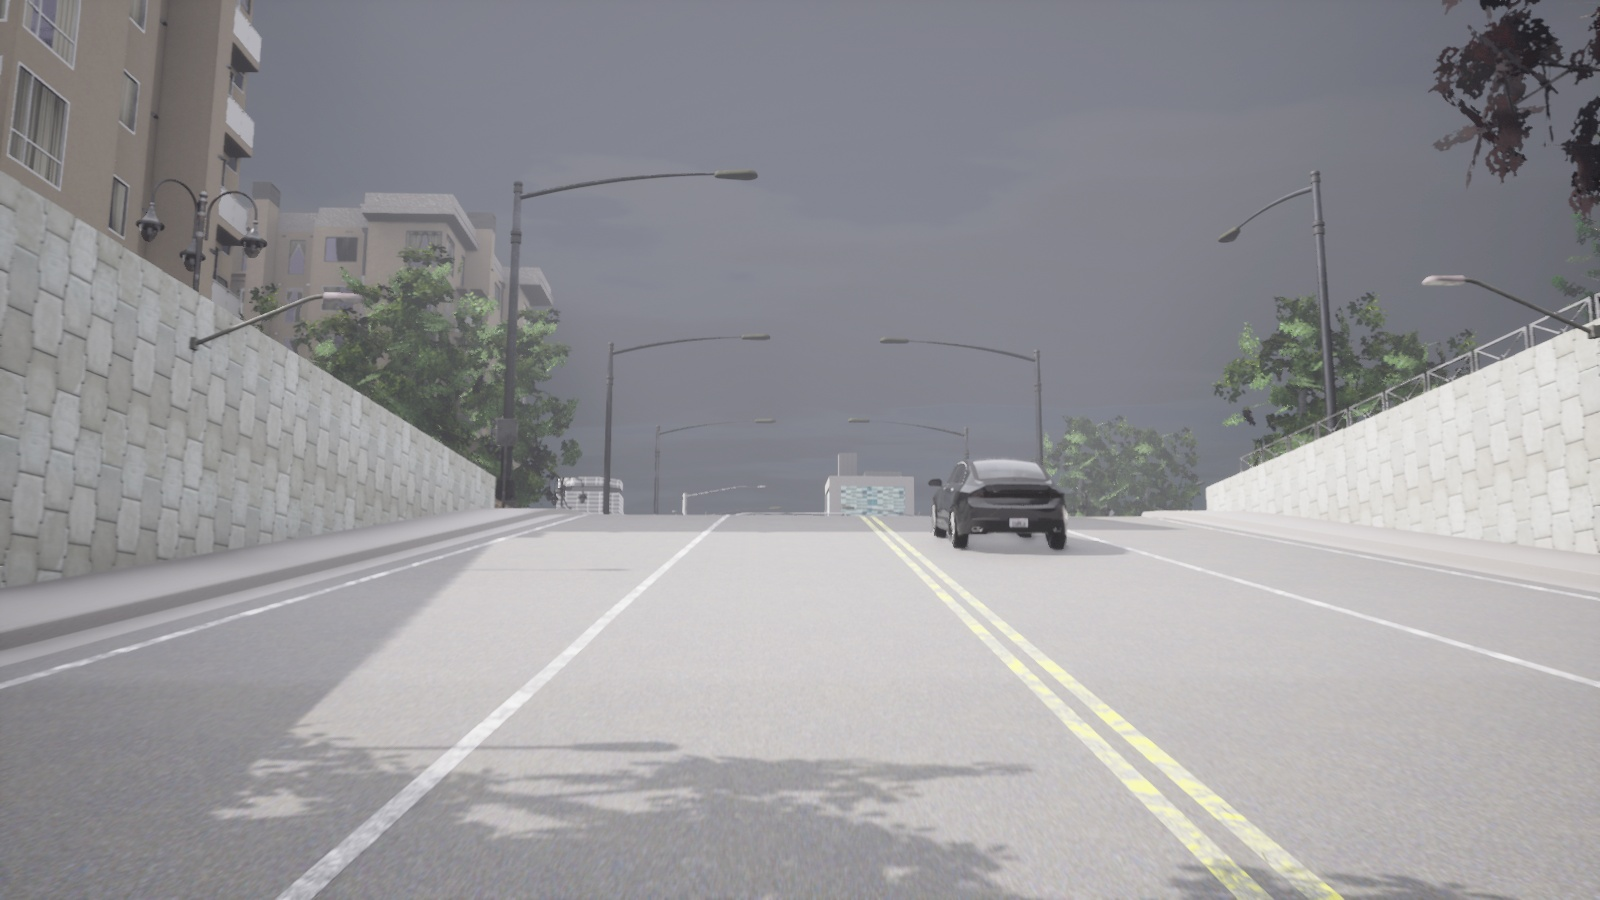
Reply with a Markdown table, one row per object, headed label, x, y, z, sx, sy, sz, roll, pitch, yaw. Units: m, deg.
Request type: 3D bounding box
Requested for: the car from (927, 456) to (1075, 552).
| label | x | y | z | sx | sy | sz | roll | pitch | yaw |
| --- | --- | --- | --- | --- | --- | --- | --- | --- | --- |
| car | 3.443 | 0.874 | 22.375 | 1.837 | 1.490 | 4.892 | 0 | 0 | 0 |
